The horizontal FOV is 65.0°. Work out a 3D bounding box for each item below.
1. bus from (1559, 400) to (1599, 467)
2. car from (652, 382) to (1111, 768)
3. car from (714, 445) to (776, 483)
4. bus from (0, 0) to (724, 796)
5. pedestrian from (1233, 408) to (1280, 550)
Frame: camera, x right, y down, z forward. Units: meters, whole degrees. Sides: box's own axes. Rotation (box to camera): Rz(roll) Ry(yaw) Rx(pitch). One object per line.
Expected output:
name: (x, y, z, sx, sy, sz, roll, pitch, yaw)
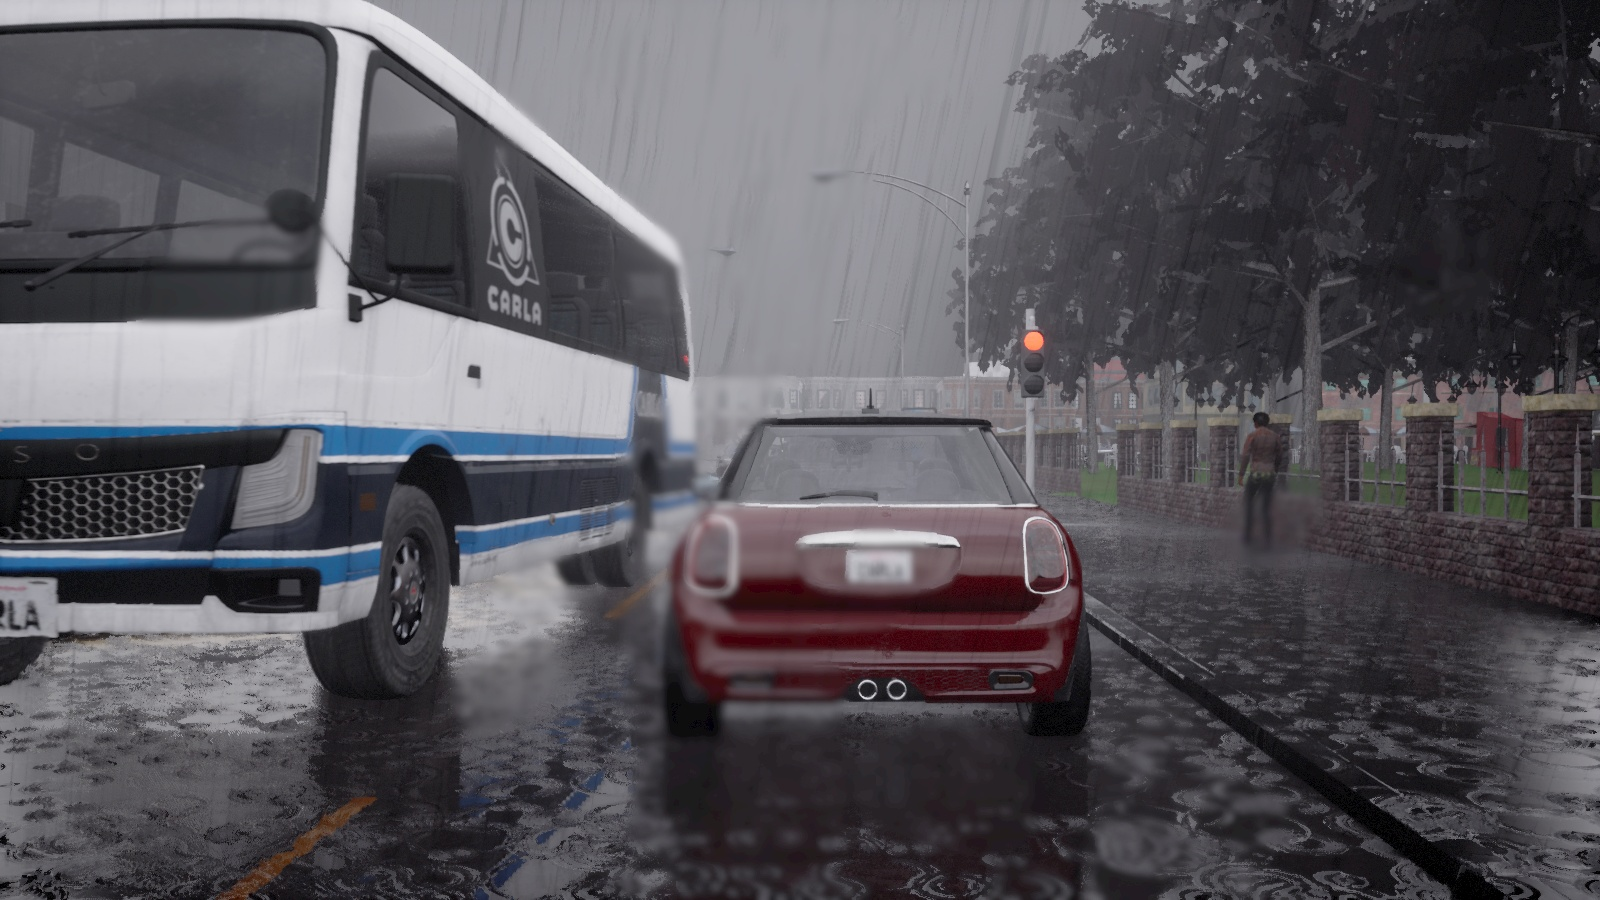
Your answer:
bus: (52.220, -1.029, 78.219, 3.944, 4.253, 10.273, 0, 0, 2)
car: (0.361, 0.560, 8.016, 2.097, 1.767, 4.553, 0, 0, 0)
car: (-2.120, 0.509, 50.148, 2.033, 1.411, 5.357, 0, 0, 2)
bus: (-3.449, -0.692, 10.482, 3.944, 4.253, 10.273, 0, 0, 6)
pedestrian: (5.967, 0.368, 16.429, 0.328, 1.805, 0.869, 0, 0, 2)
